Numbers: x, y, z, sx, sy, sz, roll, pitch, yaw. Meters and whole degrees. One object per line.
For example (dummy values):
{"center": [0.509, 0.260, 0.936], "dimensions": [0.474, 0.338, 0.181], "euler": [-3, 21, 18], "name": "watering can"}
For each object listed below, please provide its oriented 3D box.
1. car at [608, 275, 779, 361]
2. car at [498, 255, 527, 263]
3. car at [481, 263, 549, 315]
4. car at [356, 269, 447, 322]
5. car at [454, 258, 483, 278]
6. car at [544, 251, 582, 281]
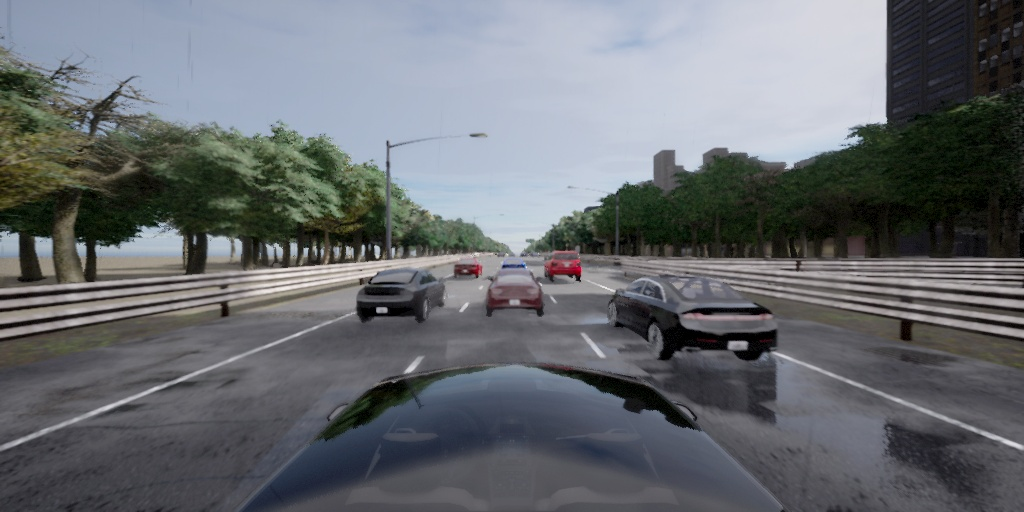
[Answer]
{"center": [3.574, 1.175, 8.073], "dimensions": [2.128, 1.511, 4.902], "euler": [0, 1, 0], "name": "car"}
{"center": [0.105, 0.897, 28.504], "dimensions": [1.882, 1.535, 5.008], "euler": [0, 1, 0], "name": "car"}
{"center": [0.092, 1.158, 12.751], "dimensions": [1.812, 1.442, 4.674], "euler": [0, 1, 0], "name": "car"}
{"center": [-3.409, 1.148, 11.832], "dimensions": [1.837, 1.490, 4.892], "euler": [0, 1, 0], "name": "car"}
{"center": [-3.394, 0.898, 28.442], "dimensions": [1.882, 1.535, 5.008], "euler": [0, 1, 0], "name": "car"}
{"center": [3.601, 0.678, 26.009], "dimensions": [2.150, 2.045, 5.566], "euler": [0, 1, 0], "name": "car"}
